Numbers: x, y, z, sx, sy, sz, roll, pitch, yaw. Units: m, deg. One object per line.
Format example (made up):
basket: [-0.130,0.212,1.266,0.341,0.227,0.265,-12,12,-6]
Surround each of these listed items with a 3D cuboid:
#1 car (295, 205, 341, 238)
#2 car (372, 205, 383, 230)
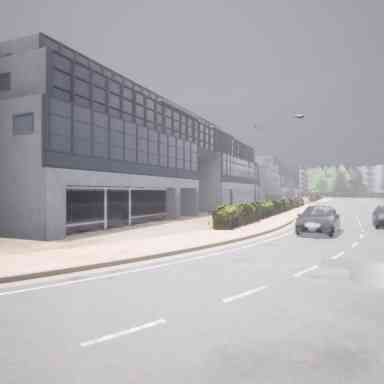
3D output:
car: [6.872,1.491,17.907,2.128,1.511,4.902,0,0,29]
car: [12.529,1.547,21.115,2.033,1.411,5.357,0,0,26]
